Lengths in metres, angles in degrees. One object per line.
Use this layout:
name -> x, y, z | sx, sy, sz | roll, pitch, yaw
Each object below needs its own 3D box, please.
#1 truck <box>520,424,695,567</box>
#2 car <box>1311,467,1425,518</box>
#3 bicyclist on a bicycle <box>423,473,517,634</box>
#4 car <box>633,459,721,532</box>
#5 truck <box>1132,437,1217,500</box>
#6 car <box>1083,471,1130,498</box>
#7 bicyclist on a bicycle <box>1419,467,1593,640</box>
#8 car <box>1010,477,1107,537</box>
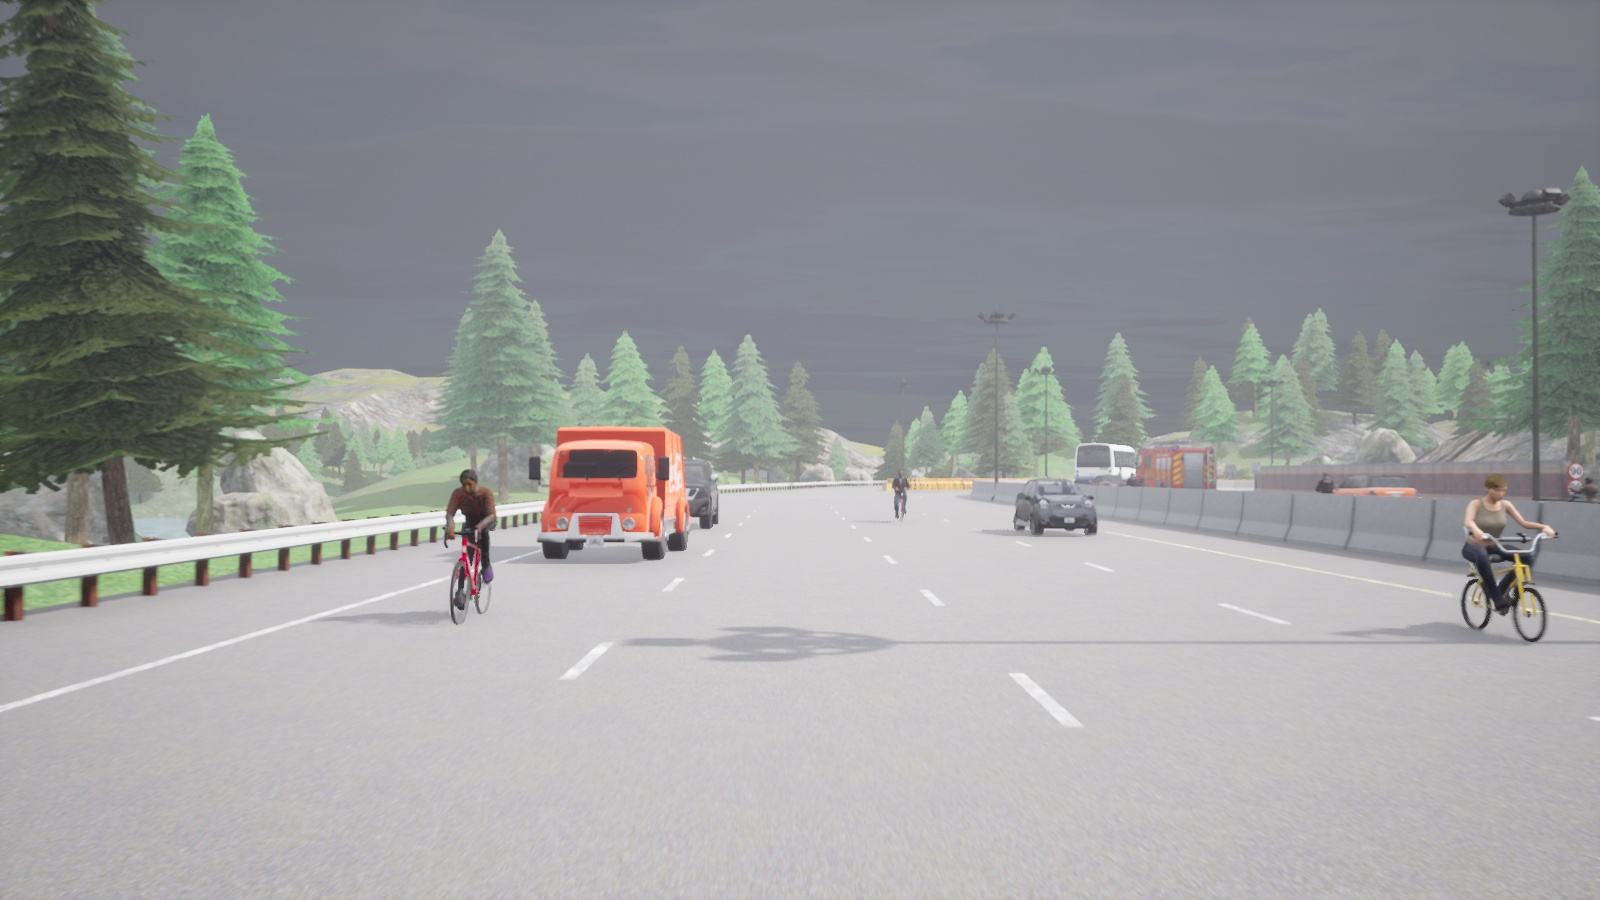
truck -> -3.563, 0.845, 24.462 | 2.627, 2.467, 5.204 | 0, -1, 0
car -> 20.839, 1.535, 46.314 | 2.097, 1.767, 4.553 | 0, -1, 0
bicyclist on a bicycle -> -3.534, 1.063, 13.581 | 0.582, 1.620, 1.656 | 0, -1, 0
car -> -3.617, 1.322, 37.897 | 2.150, 2.045, 5.566 | 0, -1, 0
truck -> 24.154, 1.212, 81.504 | 2.891, 3.827, 8.468 | 0, -1, 0
car -> 20.669, 2.317, 84.851 | 2.097, 1.767, 4.553 | 0, -1, 0
bicyclist on a bicycle -> 6.973, 0.983, 12.496 | 0.866, 1.612, 1.509 | 0, -1, 0
car -> 6.905, 1.495, 33.928 | 1.845, 1.501, 3.633 | 0, -1, 0
